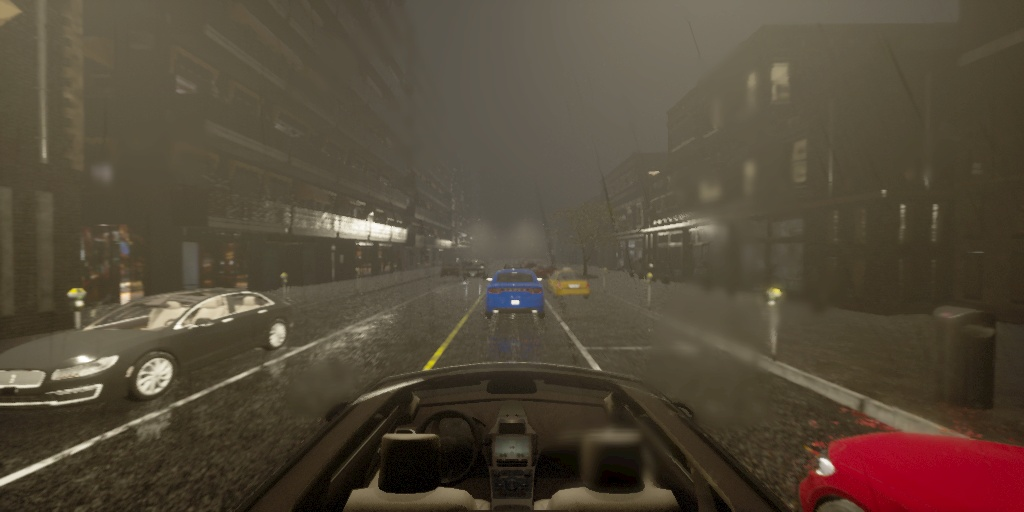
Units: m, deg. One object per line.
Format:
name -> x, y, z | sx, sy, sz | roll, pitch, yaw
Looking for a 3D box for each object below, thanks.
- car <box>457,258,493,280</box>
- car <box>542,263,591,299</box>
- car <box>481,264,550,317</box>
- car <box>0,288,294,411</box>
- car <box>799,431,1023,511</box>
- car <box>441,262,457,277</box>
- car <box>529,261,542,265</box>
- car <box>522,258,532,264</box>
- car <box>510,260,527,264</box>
car -> -3.042, 1.211, 30.550 | 2.128, 1.511, 4.902 | 0, 0, 1
car -> 2.684, 1.258, 17.747 | 1.751, 1.417, 4.829 | 0, 0, 0
car -> 0.097, 1.215, 13.067 | 1.882, 1.535, 5.008 | 0, 0, 0
car -> -5.693, 1.296, 6.248 | 2.007, 1.370, 4.403 | 0, 0, 0
car -> 2.689, 1.333, 0.545 | 1.802, 1.307, 4.207 | 0, 0, 0
car -> -5.702, 1.260, 34.635 | 1.888, 1.381, 4.507 | 0, 0, 0
car -> 2.680, 1.266, 28.931 | 1.888, 1.381, 4.507 | 0, 0, 0
car -> 2.673, 1.281, 51.642 | 1.802, 1.307, 4.207 | 0, 0, 0
car -> 0.091, 1.318, 32.589 | 1.895, 1.301, 4.718 | 0, 0, 0
